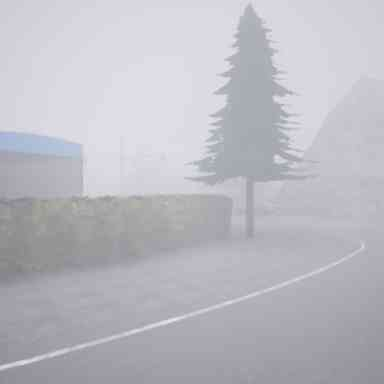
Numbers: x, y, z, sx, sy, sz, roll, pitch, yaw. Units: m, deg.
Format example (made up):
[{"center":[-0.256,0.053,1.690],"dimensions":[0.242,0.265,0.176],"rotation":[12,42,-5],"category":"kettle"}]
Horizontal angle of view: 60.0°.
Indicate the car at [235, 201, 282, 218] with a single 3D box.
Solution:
[{"center":[6.000,1.575,30.368],"dimensions":[1.812,1.442,4.674],"rotation":[0,-1,-36],"category":"car"}]
